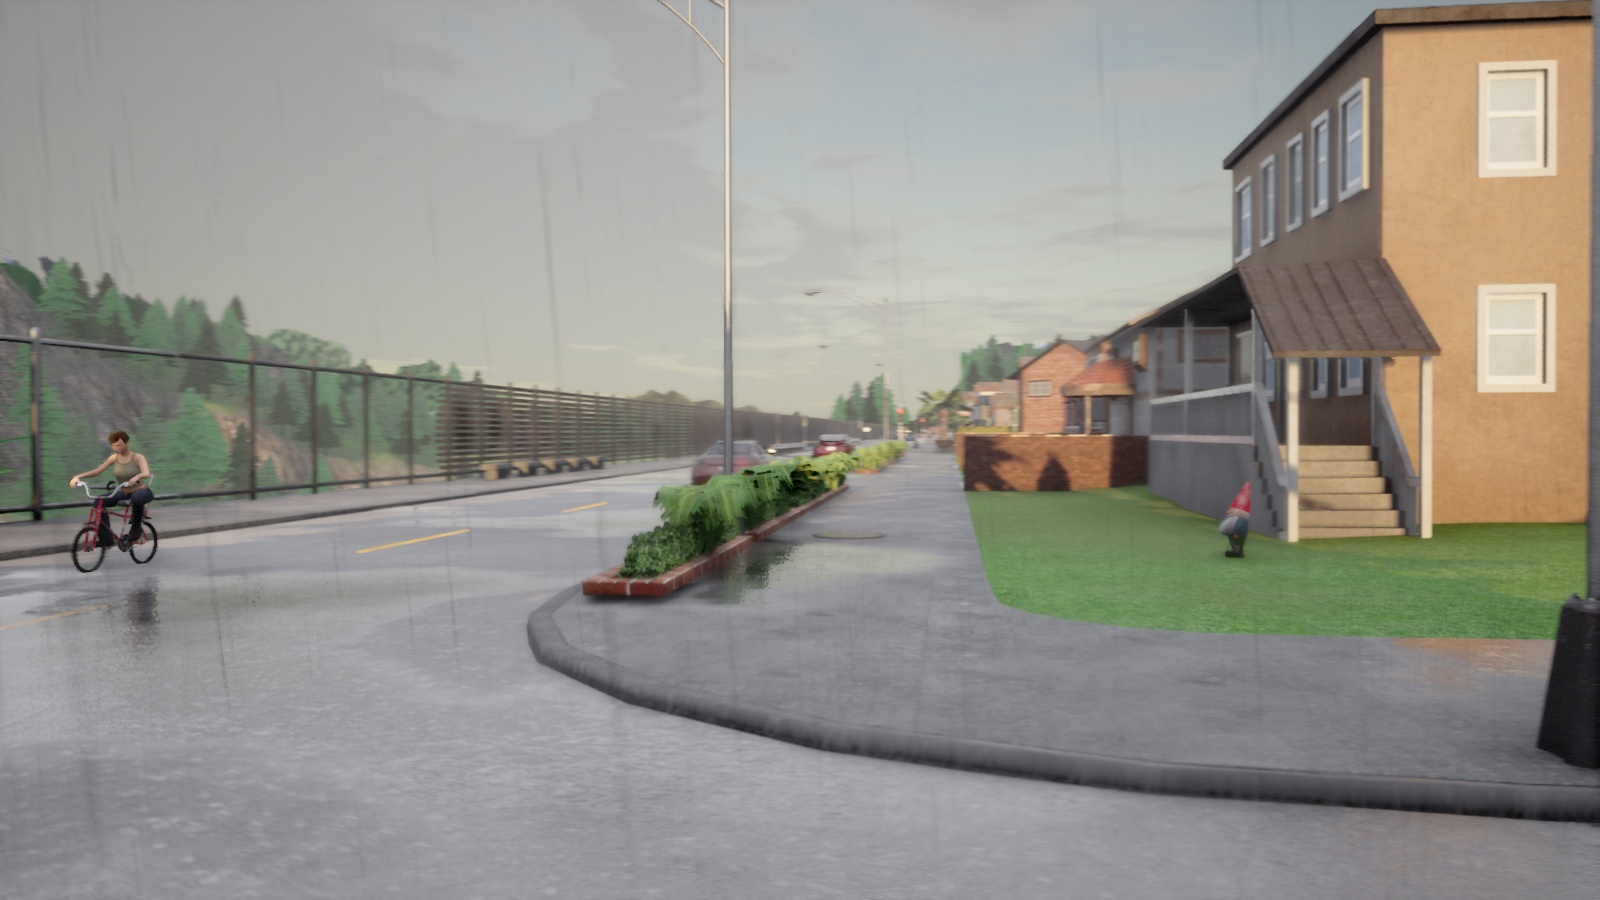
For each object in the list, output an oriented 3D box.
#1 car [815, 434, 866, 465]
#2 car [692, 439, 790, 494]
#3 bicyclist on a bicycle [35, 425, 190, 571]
[{"bbox_3d":[2.091,-0.054,63.410,2.163,1.488,4.792,0,1,7],"label":"car"},{"bbox_3d":[-1.535,0.401,34.310,1.994,1.385,4.181,0,1,7],"label":"car"},{"bbox_3d":[-7.999,0.519,14.683,0.866,1.612,1.509,0,1,7],"label":"bicyclist on a bicycle"}]
